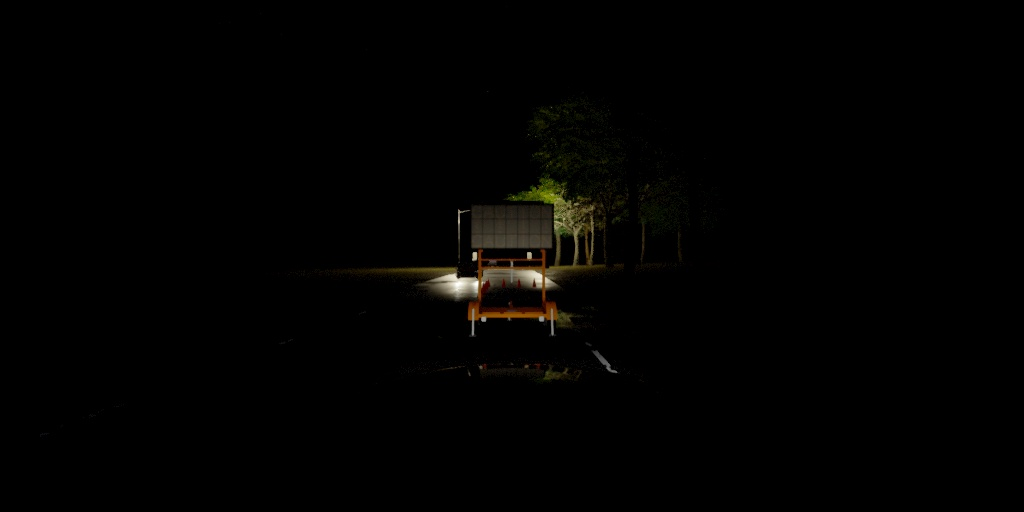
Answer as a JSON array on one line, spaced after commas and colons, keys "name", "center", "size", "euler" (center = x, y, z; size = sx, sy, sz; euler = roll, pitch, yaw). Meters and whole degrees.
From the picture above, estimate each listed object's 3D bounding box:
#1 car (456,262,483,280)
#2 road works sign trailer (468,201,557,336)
[{"name": "car", "center": [-3.672, 1.267, 31.567], "size": [1.882, 1.535, 5.008], "euler": [0, 0, 0]}, {"name": "road works sign trailer", "center": [-0.008, 0.222, 10.379], "size": [2.380, 3.560, 2.880], "euler": [0, 0, -1]}]
